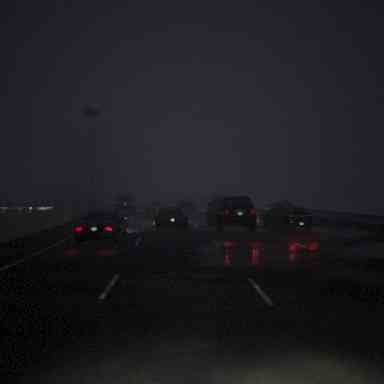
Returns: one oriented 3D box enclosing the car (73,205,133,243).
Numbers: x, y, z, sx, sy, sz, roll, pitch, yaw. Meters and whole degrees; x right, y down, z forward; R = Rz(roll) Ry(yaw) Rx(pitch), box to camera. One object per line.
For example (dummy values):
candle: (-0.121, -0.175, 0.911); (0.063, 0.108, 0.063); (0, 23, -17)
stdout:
car: (-4.294, 1.584, 16.214); (2.033, 1.411, 5.357); (0, 0, -5)

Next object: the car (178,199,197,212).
car: (-0.784, 1.553, 38.946); (1.882, 1.535, 5.008); (0, 0, -12)

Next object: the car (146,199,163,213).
car: (-4.320, 1.557, 38.750); (1.882, 1.535, 5.008); (0, 0, -12)

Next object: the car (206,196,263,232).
car: (2.283, 1.259, 20.473); (2.150, 2.045, 5.566); (0, 0, -6)

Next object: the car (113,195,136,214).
car: (-7.317, 1.299, 36.153); (2.150, 2.045, 5.566); (0, 0, -12)

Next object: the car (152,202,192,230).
car: (-1.389, 1.607, 21.446); (1.994, 1.385, 4.181); (0, 0, -7)

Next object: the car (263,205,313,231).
car: (5.759, 1.525, 20.678); (2.128, 1.511, 4.902); (0, 0, -6)
